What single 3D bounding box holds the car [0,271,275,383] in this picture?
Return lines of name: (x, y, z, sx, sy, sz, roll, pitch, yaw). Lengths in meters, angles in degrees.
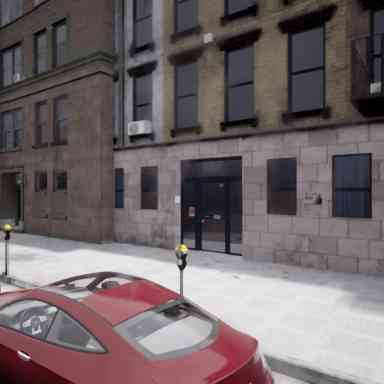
car: (-1.213, 1.582, 3.684, 4.206, 1.307, 1.802, 0, 0, 36)
